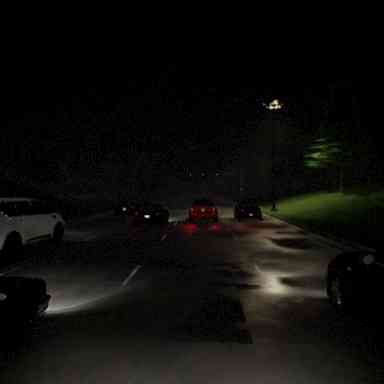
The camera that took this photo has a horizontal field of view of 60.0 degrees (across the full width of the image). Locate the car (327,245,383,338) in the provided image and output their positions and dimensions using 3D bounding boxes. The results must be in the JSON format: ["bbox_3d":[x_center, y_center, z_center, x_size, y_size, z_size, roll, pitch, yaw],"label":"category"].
[{"bbox_3d":[3.682,1.346,4.730,2.097,1.767,4.553,0,0,1],"label":"car"}]

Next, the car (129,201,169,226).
[{"bbox_3d":[-2.745,1.520,22.984,1.994,1.385,4.181,0,0,2],"label":"car"}]

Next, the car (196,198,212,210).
[{"bbox_3d":[1.624,1.486,43.499,1.994,1.385,4.181,0,0,2],"label":"car"}]

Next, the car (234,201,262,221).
[{"bbox_3d":[4.408,1.481,26.539,1.812,1.442,4.674,0,0,2],"label":"car"}]

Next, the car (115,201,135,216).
[{"bbox_3d":[-5.893,1.502,31.447,1.994,1.385,4.181,0,0,2],"label":"car"}]

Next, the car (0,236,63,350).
[{"bbox_3d":[-3.362,1.539,3.218,2.033,1.411,5.357,0,0,1],"label":"car"}]

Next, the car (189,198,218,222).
[{"bbox_3d":[0.881,1.306,25.885,2.097,1.767,4.553,0,0,2],"label":"car"}]

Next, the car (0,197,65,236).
[{"bbox_3d":[-6.659,1.193,12.150,2.150,2.045,5.566,0,0,2],"label":"car"}]
